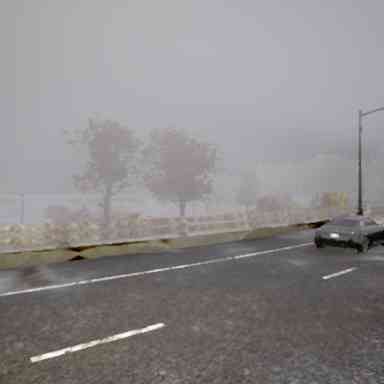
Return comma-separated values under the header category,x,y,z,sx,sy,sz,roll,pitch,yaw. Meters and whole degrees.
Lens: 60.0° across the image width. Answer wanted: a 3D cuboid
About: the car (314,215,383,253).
category,x,y,z,sx,sy,sz,roll,pitch,yaw
car,7.094,1.716,14.567,4.181,1.385,1.994,1,0,-44
